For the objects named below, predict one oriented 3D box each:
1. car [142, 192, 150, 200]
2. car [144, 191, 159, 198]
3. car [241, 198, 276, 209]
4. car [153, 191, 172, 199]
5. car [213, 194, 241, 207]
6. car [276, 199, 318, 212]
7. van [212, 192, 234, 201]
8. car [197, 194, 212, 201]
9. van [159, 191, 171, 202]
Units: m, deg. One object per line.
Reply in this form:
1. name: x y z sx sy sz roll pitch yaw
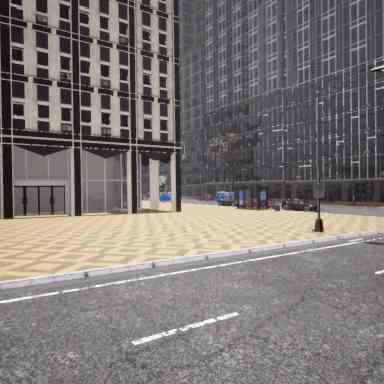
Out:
1. car: -10.682 1.039 68.684 2.008 1.369 4.403 0 1 -34
2. car: -10.161 0.686 82.794 1.967 1.590 4.097 0 1 -34
3. car: 8.433 1.388 40.447 1.802 1.307 4.206 0 1 -34
4. car: -6.959 0.615 78.097 2.192 1.841 5.009 0 1 -34
5. car: 5.280 1.319 45.175 1.947 1.339 4.313 0 1 -34
6. car: 11.621 1.424 35.739 1.947 1.339 4.313 0 1 -34
7. van: 5.846 0.855 59.312 1.690 1.788 3.998 0 1 -34
8. car: 2.646 1.043 64.011 1.802 1.307 4.206 0 1 -34
9. van: -4.279 0.937 59.290 1.690 1.788 3.998 0 1 -34
